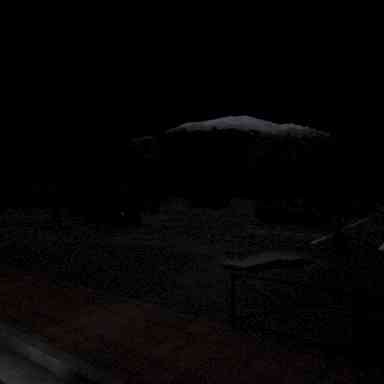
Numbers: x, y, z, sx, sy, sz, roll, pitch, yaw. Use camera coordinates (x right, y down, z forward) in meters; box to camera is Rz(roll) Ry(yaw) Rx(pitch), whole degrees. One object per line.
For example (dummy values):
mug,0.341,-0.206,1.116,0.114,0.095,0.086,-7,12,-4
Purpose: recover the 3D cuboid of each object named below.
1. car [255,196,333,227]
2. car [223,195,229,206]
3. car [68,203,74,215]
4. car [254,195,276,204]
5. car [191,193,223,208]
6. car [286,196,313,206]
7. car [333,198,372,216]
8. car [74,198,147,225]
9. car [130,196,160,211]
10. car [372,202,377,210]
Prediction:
car,6.636,1.246,22.339,4.605,1.855,1.932,0,0,35
car,3.015,1.143,47.999,4.605,1.855,1.932,0,0,35
car,-9.178,1.282,29.532,3.806,1.475,1.970,0,0,35
car,13.875,1.420,63.081,3.633,1.501,1.845,0,0,35
car,1.671,1.125,45.391,3.866,1.878,1.905,0,0,35
car,18.204,1.474,56.358,3.806,1.475,1.970,0,0,35
car,14.420,1.451,32.089,4.514,1.523,2.007,0,0,35
car,-5.546,1.389,22.467,4.514,1.523,2.007,0,0,35
car,-5.729,1.201,34.954,5.027,1.636,2.152,0,0,35
car,20.234,1.473,40.217,3.633,1.501,1.845,0,0,35
